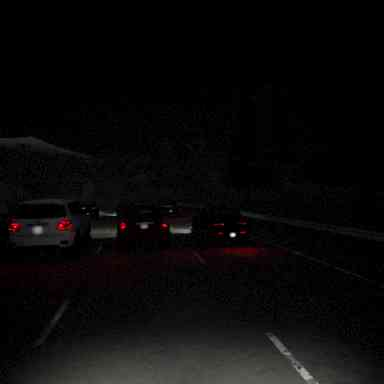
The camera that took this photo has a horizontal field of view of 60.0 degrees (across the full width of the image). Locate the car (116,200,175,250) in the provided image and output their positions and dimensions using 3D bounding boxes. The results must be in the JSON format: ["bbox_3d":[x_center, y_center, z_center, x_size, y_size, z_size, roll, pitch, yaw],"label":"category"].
[{"bbox_3d":[-2.225,1.355,14.832,2.097,1.767,4.553,-1,0,-11],"label":"car"}]

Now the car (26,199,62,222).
[{"bbox_3d":[-12.646,1.509,28.745,2.097,1.767,4.553,-1,0,-15],"label":"car"}]

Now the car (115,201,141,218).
[{"bbox_3d":[-6.059,1.598,31.223,1.994,1.385,4.181,-1,0,-15],"label":"car"}]

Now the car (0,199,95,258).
[{"bbox_3d":[-5.515,1.290,13.514,2.150,2.045,5.566,-1,0,-10],"label":"car"}]

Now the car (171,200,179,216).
[{"bbox_3d":[-2.496,1.461,31.435,2.128,1.511,4.902,-1,0,-15],"label":"car"}]

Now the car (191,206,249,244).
[{"bbox_3d":[1.183,1.447,15.702,1.837,1.490,4.892,-1,1,-11],"label":"car"}]

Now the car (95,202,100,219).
[{"bbox_3d":[-9.313,1.588,29.853,2.128,1.511,4.902,-1,0,-15],"label":"car"}]
